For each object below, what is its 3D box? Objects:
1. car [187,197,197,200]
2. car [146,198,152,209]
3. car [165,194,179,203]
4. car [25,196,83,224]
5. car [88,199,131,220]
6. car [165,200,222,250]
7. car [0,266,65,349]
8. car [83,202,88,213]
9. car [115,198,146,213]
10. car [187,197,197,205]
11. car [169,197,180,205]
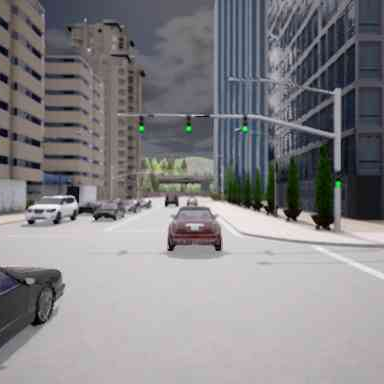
[{"bbox_3d":[0.035,1.774,57.011,1.994,1.385,4.181,0,0,0],"label":"car"},{"bbox_3d":[-6.982,1.655,48.912,2.128,1.511,4.902,0,0,0],"label":"car"},{"bbox_3d":[-3.371,1.417,56.048,2.150,2.045,5.566,0,0,1],"label":"car"},{"bbox_3d":[-10.582,1.307,25.640,2.150,2.045,5.566,0,0,0],"label":"car"},{"bbox_3d":[-7.080,1.654,29.150,2.033,1.411,5.357,0,0,0],"label":"car"},{"bbox_3d":[0.108,1.391,14.618,2.097,1.767,4.553,0,0,0],"label":"car"},{"bbox_3d":[-3.397,1.562,4.050,2.033,1.411,5.357,0,0,0],"label":"car"},{"bbox_3d":[-10.570,1.714,35.407,1.895,1.301,4.718,0,0,0],"label":"car"},{"bbox_3d":[-7.056,1.625,38.663,2.128,1.511,4.902,0,0,0],"label":"car"},{"bbox_3d":[0.040,1.760,65.505,1.812,1.442,4.674,0,0,0],"label":"car"},{"bbox_3d":[-3.460,1.702,65.977,1.882,1.535,5.008,0,0,0],"label":"car"}]
